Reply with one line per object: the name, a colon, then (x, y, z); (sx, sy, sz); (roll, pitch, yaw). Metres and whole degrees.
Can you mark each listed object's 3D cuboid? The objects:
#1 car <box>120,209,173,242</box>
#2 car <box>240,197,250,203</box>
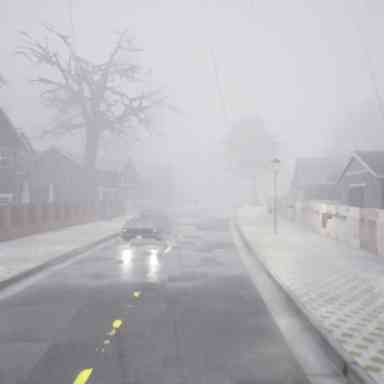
car: (-2.126, 1.621, 17.201); (2.033, 1.411, 5.357); (0, 0, 4)
car: (13.375, 2.038, 83.679); (1.837, 1.490, 4.892); (0, -1, 20)
